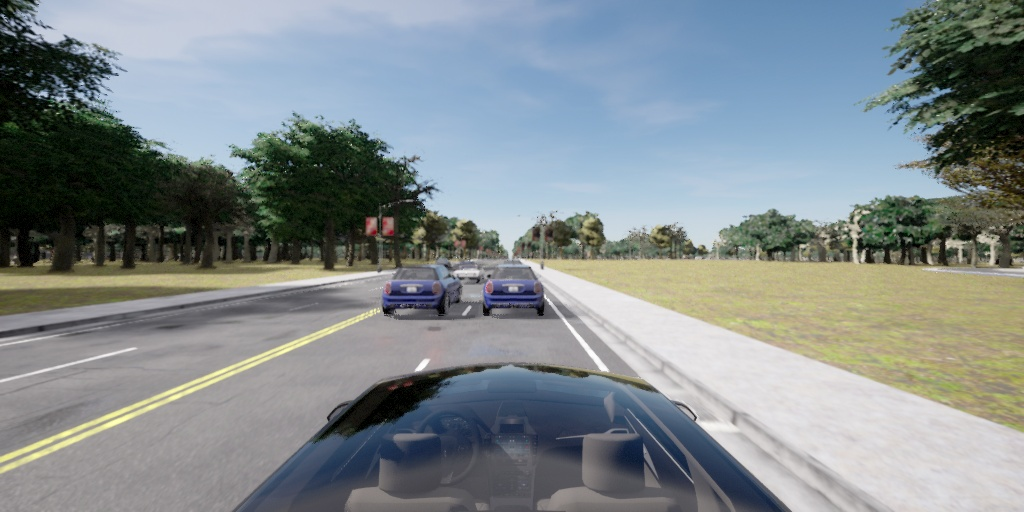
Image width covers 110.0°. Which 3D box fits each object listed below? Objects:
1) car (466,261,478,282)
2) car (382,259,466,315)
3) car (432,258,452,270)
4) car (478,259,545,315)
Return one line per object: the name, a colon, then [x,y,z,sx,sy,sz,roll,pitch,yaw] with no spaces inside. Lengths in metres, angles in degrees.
car: [-3.198,1.307,27.567,1.895,1.301,4.718,0,0,0]
car: [-3.189,1.084,13.564,2.097,1.767,4.553,0,0,0]
car: [-9.846,1.137,50.772,1.882,1.535,5.008,0,0,0]
car: [0.062,1.083,13.682,2.097,1.767,4.553,0,0,0]
